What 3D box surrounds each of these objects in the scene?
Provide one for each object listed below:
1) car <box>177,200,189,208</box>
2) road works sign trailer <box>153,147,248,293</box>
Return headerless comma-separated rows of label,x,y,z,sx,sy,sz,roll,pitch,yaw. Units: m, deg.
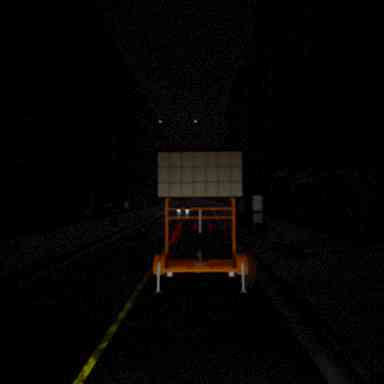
car,-1.637,2.330,62.786,1.812,1.442,4.674,0,-1,1
road works sign trailer,0.224,0.579,9.199,2.380,3.560,2.880,0,-1,1
